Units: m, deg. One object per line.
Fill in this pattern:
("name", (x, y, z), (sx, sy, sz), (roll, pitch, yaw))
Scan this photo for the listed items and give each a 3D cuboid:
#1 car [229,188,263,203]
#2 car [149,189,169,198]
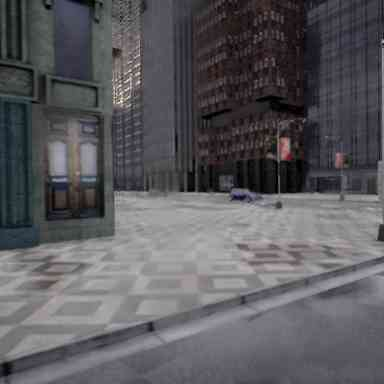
("car", (6.573, 0.343, 40.768), (2.097, 1.767, 4.553), (-1, 1, -35))
("car", (-5.953, 0.222, 58.702), (1.837, 1.490, 4.892), (-1, 1, -35))
